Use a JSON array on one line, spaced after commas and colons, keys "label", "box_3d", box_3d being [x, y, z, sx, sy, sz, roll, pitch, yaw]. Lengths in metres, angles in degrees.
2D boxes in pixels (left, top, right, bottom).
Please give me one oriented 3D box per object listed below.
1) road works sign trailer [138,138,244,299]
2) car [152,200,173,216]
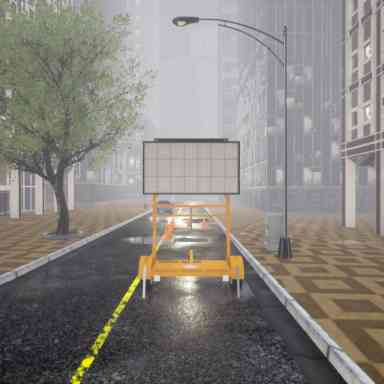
[{"label": "road works sign trailer", "box_3d": [-0.018, 0.464, 8.393, 2.380, 3.560, 2.880, 0, 0, 0]}, {"label": "car", "box_3d": [-2.823, 1.544, 32.841, 1.812, 1.442, 4.674, 0, 0, 0]}]
